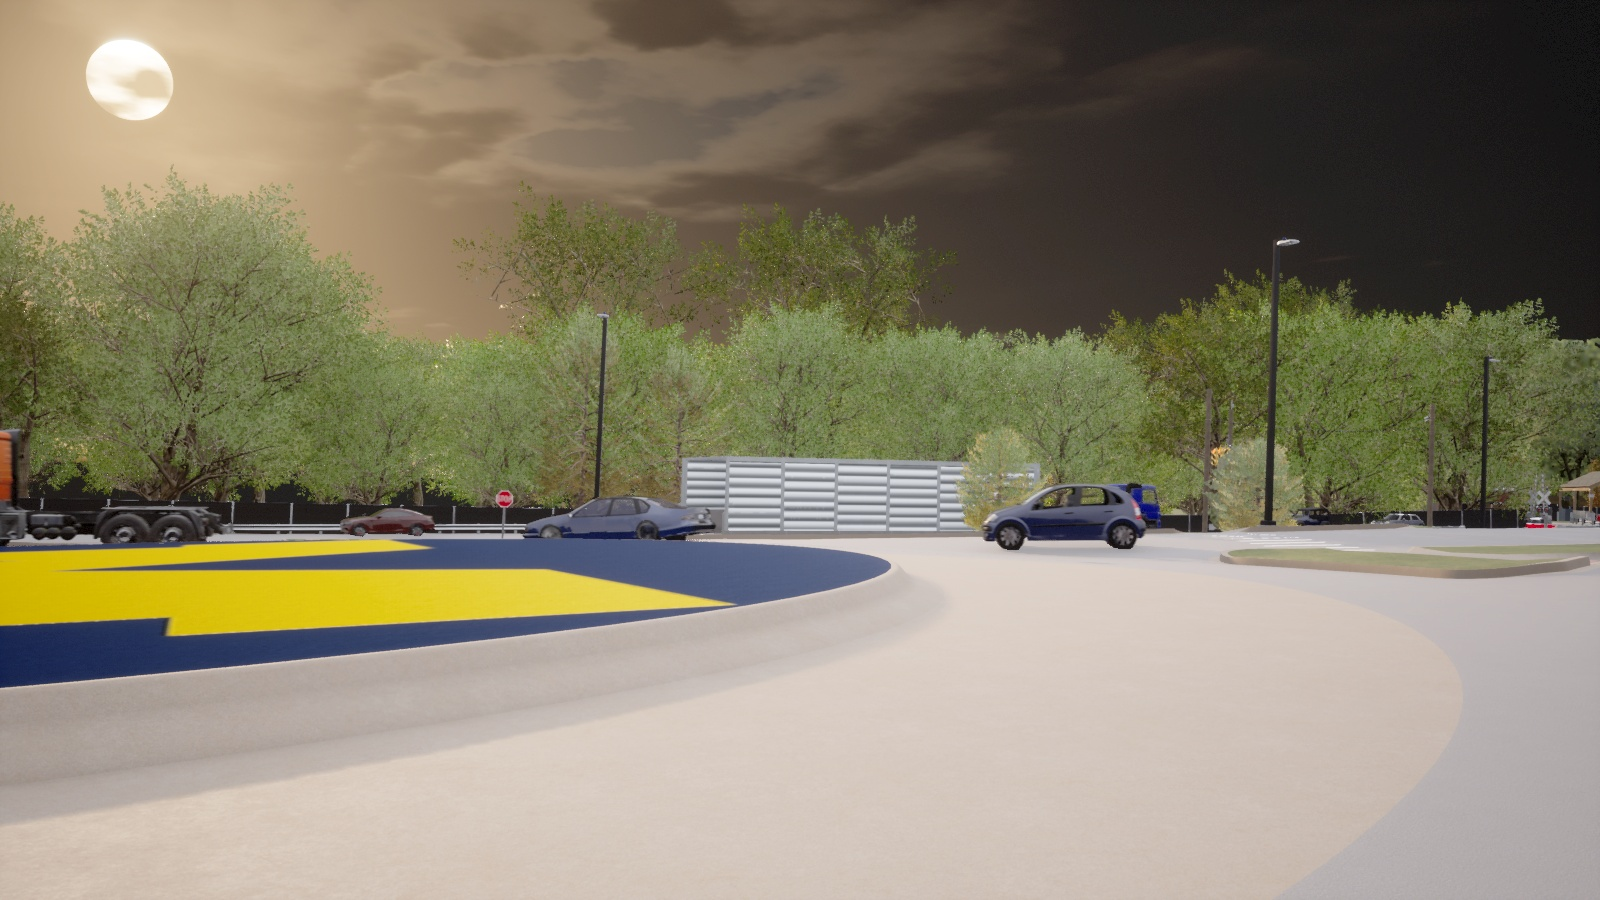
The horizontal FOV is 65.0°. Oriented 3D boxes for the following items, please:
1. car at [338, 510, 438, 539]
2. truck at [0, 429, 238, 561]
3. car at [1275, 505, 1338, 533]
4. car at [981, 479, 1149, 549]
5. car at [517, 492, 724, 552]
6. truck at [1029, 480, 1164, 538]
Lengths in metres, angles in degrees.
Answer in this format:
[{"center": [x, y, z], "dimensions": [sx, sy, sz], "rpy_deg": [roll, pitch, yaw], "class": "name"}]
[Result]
[{"center": [-21.358, 3.845, 65.109], "dimensions": [4.674, 1.442, 1.812], "rpy_deg": [1, -1, -27], "class": "car"}, {"center": [-20.061, 1.244, 34.697], "dimensions": [7.936, 3.462, 2.891], "rpy_deg": [1, -2, -18], "class": "truck"}, {"center": [35.748, 4.847, 88.588], "dimensions": [3.866, 1.878, 1.905], "rpy_deg": [1, -1, -21], "class": "car"}, {"center": [6.584, 1.594, 31.530], "dimensions": [3.988, 1.617, 1.851], "rpy_deg": [-1, -1, 9], "class": "car"}, {"center": [-5.008, 2.022, 34.984], "dimensions": [5.357, 1.411, 2.033], "rpy_deg": [-4, -3, 21], "class": "car"}, {"center": [18.542, 3.649, 78.378], "dimensions": [7.936, 3.462, 2.891], "rpy_deg": [1, -1, -22], "class": "truck"}]
